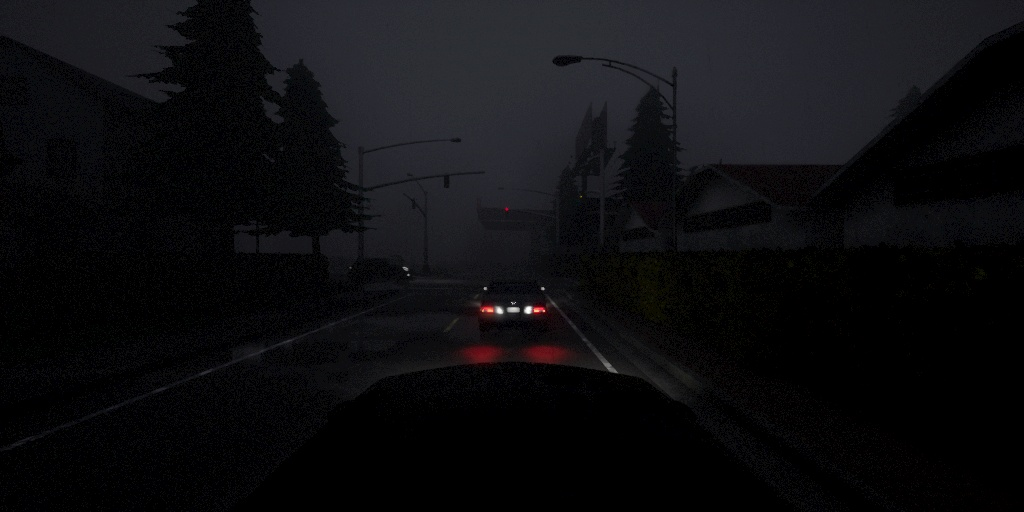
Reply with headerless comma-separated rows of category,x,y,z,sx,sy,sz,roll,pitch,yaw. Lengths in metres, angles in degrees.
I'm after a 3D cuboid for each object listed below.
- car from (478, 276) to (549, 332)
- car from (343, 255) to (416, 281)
car,0.058,1.297,10.837,2.033,1.411,5.357,0,0,1
car,-9.433,0.910,26.318,4.553,1.767,2.097,0,0,0
